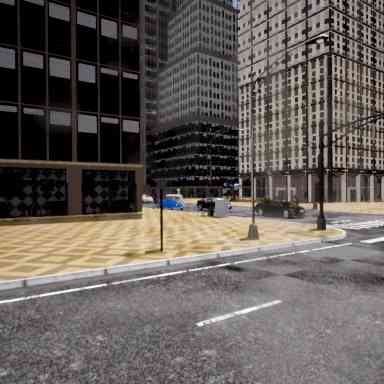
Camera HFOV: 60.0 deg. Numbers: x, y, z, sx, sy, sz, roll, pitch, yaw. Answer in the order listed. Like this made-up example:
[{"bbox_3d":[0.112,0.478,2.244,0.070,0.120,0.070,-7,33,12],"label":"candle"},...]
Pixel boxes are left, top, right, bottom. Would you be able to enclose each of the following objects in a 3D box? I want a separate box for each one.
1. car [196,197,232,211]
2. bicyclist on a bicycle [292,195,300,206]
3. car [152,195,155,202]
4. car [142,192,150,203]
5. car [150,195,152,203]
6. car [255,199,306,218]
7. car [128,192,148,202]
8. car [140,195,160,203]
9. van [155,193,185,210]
[{"bbox_3d":[2.407,1.362,37.015,2.128,1.511,4.902,-1,1,-34],"label":"car"},{"bbox_3d":[11.987,1.119,38.432,1.656,1.620,0.582,-1,1,-34],"label":"bicyclist on a bicycle"},{"bbox_3d":[-3.242,1.349,45.395,1.812,1.442,4.674,-1,1,-34],"label":"car"},{"bbox_3d":[-8.578,1.254,59.002,1.812,1.442,4.674,-1,1,-34],"label":"car"},{"bbox_3d":[-4.755,1.036,57.975,2.192,1.841,5.009,0,0,-34],"label":"car"},{"bbox_3d":[7.679,1.420,29.205,1.837,1.490,4.892,-1,1,-34],"label":"car"},{"bbox_3d":[-10.955,0.982,67.157,2.192,1.841,5.009,0,0,-34],"label":"car"},{"bbox_3d":[-7.855,1.239,62.567,1.887,1.381,4.507,0,0,-34],"label":"car"},{"bbox_3d":[-2.401,1.211,39.514,1.690,1.788,3.998,0,0,-34],"label":"van"}]
